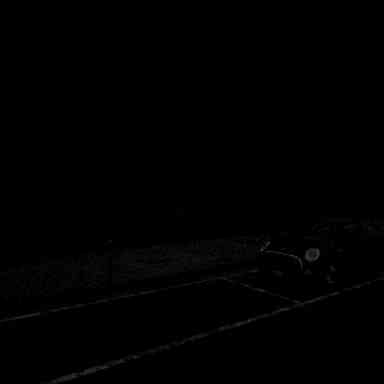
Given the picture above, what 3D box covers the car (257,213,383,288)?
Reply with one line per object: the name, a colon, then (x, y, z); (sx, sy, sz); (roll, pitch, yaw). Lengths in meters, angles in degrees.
car: (3.693, 1.439, 9.158); (4.097, 1.590, 1.967); (0, 0, -35)
